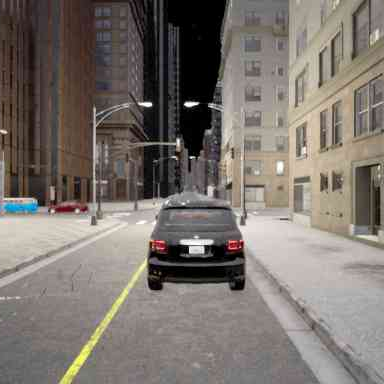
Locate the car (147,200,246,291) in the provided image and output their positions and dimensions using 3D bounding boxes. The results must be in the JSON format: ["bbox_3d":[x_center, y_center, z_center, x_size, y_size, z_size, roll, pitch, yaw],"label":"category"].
[{"bbox_3d":[0.113,1.221,9.169,2.150,2.045,5.566,0,0,0],"label":"car"}]

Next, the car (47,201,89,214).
[{"bbox_3d":[-13.926,1.716,37.508,4.507,1.381,1.887,-1,0,0],"label":"car"}]

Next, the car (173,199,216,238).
[{"bbox_3d":[0.121,1.353,18.618,2.097,1.767,4.553,0,0,0],"label":"car"}]

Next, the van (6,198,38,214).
[{"bbox_3d":[-19.553,1.580,37.535,3.998,1.788,1.690,-1,0,0],"label":"van"}]
